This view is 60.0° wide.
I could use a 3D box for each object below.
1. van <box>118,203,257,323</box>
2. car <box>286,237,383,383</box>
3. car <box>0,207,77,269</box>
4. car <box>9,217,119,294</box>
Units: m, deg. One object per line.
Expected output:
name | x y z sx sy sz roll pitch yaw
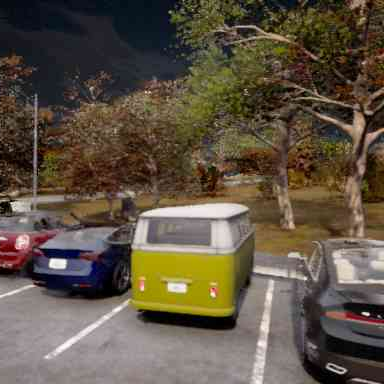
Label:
van | 0.347 1.264 7.315 1.878 1.987 4.442 0 -1 16
car | 2.713 1.487 5.484 2.231 1.521 4.892 0 -1 16
car | -4.479 1.368 10.594 2.185 1.767 4.553 0 -1 15
car | -2.069 1.521 8.940 2.163 1.488 4.792 0 -1 15
